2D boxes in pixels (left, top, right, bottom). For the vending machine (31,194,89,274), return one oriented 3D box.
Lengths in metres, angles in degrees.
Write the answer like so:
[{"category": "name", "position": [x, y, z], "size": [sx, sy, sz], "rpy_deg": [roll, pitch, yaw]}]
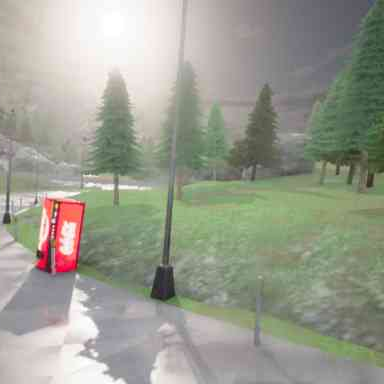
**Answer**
[{"category": "vending machine", "position": [-3.862, 1.199, 9.760], "size": [1.100, 2.100, 0.880], "rpy_deg": [7, 1, -43]}]
